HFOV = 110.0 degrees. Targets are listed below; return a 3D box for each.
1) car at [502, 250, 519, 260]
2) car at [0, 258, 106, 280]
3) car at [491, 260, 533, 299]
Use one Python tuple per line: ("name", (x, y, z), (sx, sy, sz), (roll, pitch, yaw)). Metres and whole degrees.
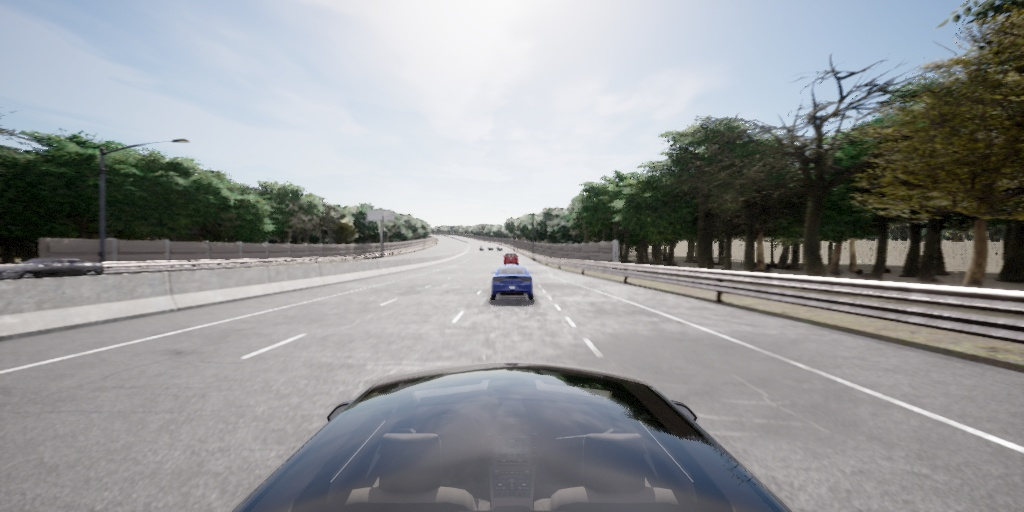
("car", (-0.197, 0.485, 53.546), (2.150, 2.045, 5.566), (0, 1, -1))
("car", (-27.632, 0.857, 21.394), (2.128, 1.511, 4.902), (0, 0, 3))
("car", (0.007, 1.178, 17.802), (1.882, 1.535, 5.008), (0, 0, 0))
